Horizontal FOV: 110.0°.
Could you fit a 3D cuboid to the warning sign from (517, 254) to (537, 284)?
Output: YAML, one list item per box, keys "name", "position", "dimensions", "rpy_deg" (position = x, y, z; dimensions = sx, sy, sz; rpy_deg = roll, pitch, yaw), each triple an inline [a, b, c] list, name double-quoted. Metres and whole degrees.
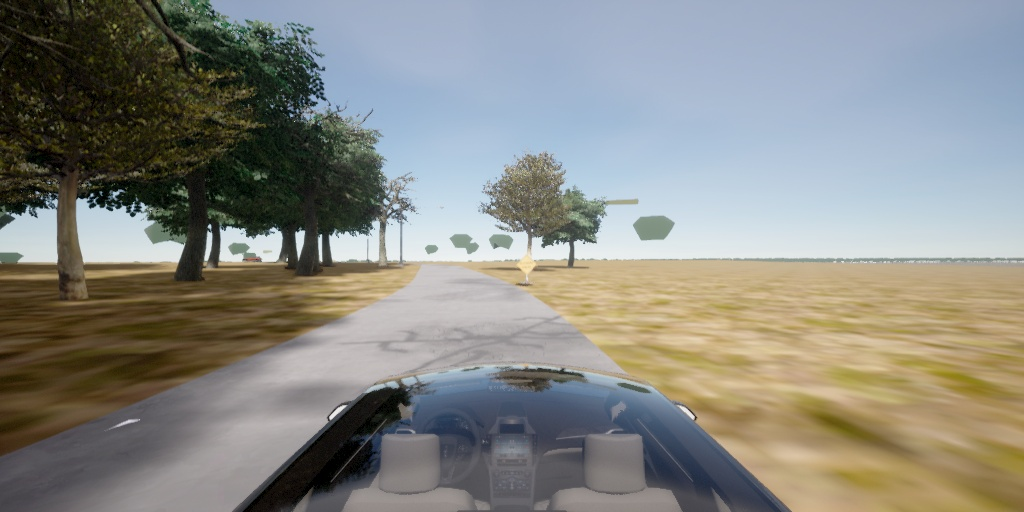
- name: "warning sign"
  position: [0.972, 0.836, 22.858]
  dimensions: [1.300, 1.860, 1.060]
  rpy_deg: [0, 0, -9]
